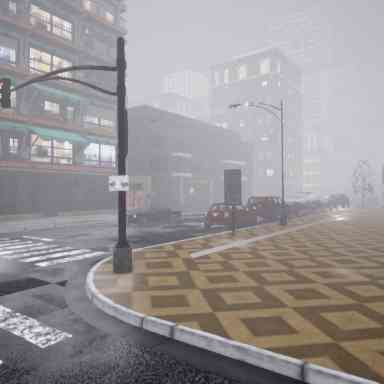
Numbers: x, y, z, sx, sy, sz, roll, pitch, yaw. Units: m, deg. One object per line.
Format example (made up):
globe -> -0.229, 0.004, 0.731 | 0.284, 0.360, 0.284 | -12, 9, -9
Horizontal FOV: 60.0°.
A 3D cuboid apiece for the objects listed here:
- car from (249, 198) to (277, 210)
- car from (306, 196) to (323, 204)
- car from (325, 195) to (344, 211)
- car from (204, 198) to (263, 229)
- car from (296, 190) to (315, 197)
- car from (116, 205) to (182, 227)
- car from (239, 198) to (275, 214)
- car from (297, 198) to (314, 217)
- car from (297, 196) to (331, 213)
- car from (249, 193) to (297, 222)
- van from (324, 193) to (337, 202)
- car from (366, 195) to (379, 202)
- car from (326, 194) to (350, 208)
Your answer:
car -> 9.334, 1.489, 43.286 | 1.752, 1.417, 4.829 | -1, 0, 36
car -> 22.607, 1.439, 61.295 | 1.752, 1.417, 4.829 | -1, 0, 36
car -> 15.778, 1.415, 38.747 | 2.008, 1.369, 4.403 | -1, 0, 36
car -> 2.504, 1.352, 20.739 | 1.967, 1.590, 4.097 | -1, 0, 36
car -> 16.286, 0.753, 48.411 | 2.150, 2.045, 5.566 | -1, 0, 36
car -> -2.825, 1.584, 22.632 | 1.895, 1.301, 4.718 | -1, 0, 36
car -> 7.151, 1.425, 36.163 | 1.882, 1.535, 5.008 | -1, -1, 37
car -> 9.142, 1.470, 29.743 | 1.802, 1.307, 4.206 | -1, 0, 36
car -> 12.460, 1.421, 34.245 | 1.887, 1.381, 4.507 | -1, 0, 36
car -> 5.821, 1.215, 25.242 | 2.192, 1.841, 5.009 | -1, 0, 36
van -> 29.343, 1.228, 70.437 | 1.690, 1.788, 3.998 | -1, 0, 36
car -> 35.688, 1.333, 65.761 | 1.887, 1.381, 4.507 | -1, 0, 36
car -> 19.094, 1.167, 43.251 | 2.192, 1.841, 5.009 | -1, 0, 36
